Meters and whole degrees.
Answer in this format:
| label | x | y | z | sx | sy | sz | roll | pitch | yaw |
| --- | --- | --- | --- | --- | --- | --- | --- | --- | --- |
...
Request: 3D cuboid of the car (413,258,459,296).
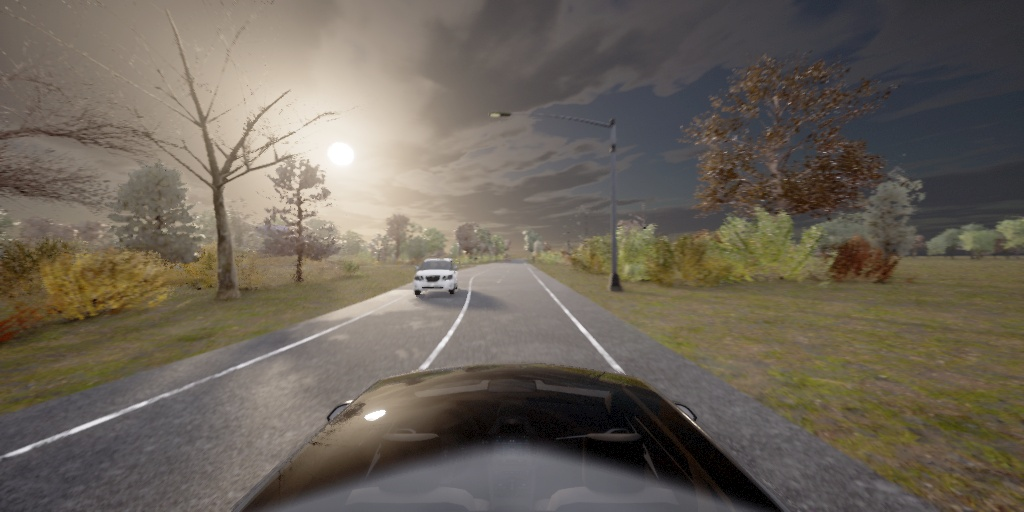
| label | x | y | z | sx | sy | sz | roll | pitch | yaw |
| --- | --- | --- | --- | --- | --- | --- | --- | --- | --- |
| car | -4.356 | 1.140 | 21.247 | 2.150 | 2.045 | 5.566 | 0 | 0 | -6 |
